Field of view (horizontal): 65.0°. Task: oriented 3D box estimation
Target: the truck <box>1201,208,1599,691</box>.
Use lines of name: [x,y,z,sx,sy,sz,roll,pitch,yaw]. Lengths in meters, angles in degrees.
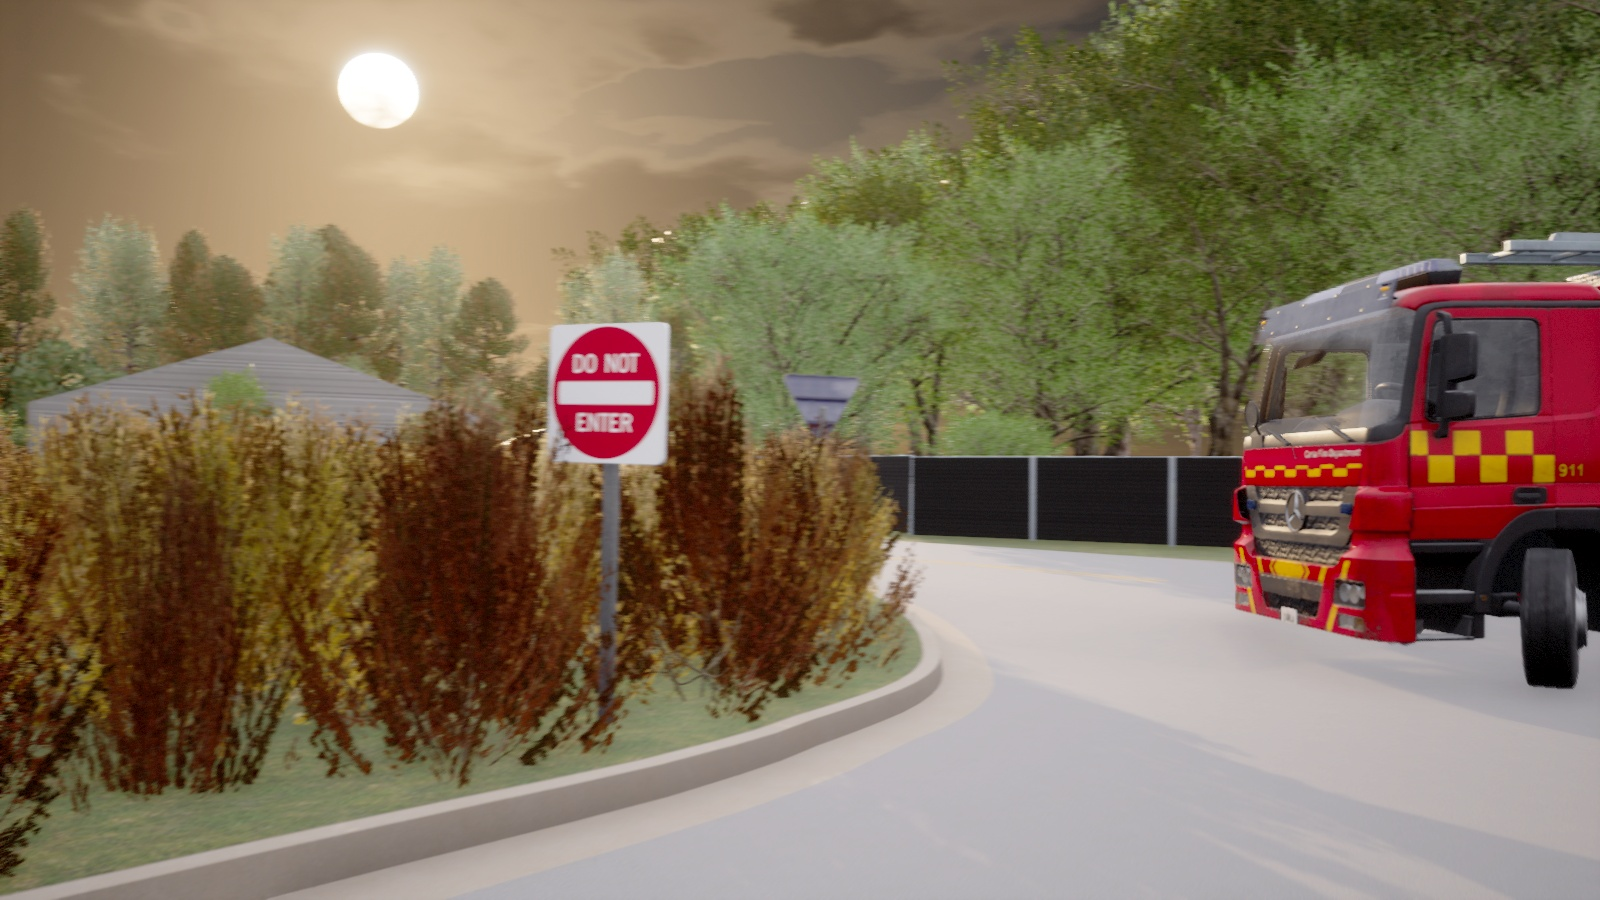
truck: [8.467,-0.018,11.716,8.468,3.827,2.891,-1,-1,-5]
